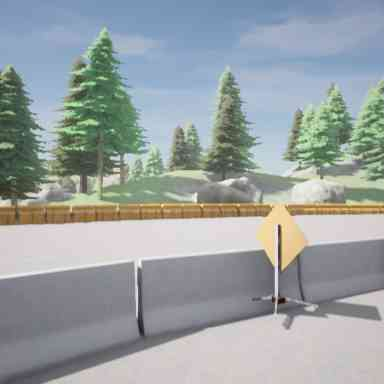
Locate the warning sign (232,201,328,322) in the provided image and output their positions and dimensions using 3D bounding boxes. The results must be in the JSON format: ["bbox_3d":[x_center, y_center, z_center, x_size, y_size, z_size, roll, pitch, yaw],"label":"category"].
[{"bbox_3d":[1.548,1.100,5.996,1.060,1.860,1.300,1,0,-30],"label":"warning sign"}]
